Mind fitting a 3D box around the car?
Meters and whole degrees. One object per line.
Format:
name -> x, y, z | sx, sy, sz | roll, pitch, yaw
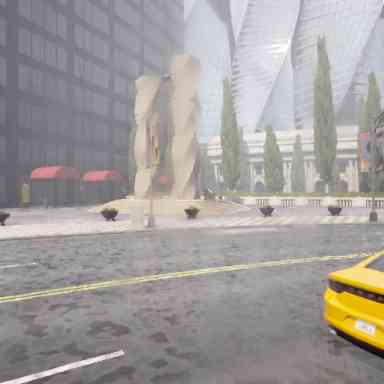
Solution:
car -> 4.317, 1.477, 5.122 | 5.008, 1.535, 1.882 | 0, 0, -26
